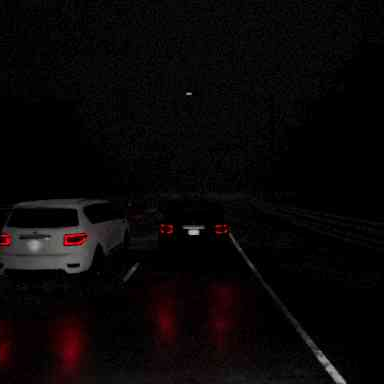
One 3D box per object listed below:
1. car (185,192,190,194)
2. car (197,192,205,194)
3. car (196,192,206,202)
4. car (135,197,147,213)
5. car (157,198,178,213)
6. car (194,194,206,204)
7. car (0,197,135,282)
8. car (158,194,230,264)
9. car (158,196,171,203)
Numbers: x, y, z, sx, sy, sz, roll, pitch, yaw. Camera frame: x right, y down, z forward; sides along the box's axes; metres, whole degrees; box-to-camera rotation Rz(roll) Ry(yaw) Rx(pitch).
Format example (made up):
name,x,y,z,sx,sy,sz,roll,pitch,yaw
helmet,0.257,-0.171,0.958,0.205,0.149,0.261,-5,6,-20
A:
name,x,y,z,sx,sy,sz,roll,pitch,yaw
car,-1.303,1.339,84.765,1.837,1.490,4.892,0,0,1
car,1.085,1.260,47.686,2.097,1.767,4.553,0,0,2
car,2.024,1.069,75.592,2.150,2.045,5.566,0,0,1
car,-6.244,1.292,36.112,2.097,1.767,4.553,0,0,2
car,-2.693,1.445,37.626,1.837,1.490,4.892,0,0,2
car,1.505,1.223,59.527,2.097,1.767,4.553,0,0,2
car,-3.382,1.218,9.924,2.150,2.045,5.566,0,0,1
car,0.084,1.218,11.977,2.150,2.045,5.566,0,0,1
car,-5.250,1.454,63.614,1.895,1.301,4.718,0,0,2
